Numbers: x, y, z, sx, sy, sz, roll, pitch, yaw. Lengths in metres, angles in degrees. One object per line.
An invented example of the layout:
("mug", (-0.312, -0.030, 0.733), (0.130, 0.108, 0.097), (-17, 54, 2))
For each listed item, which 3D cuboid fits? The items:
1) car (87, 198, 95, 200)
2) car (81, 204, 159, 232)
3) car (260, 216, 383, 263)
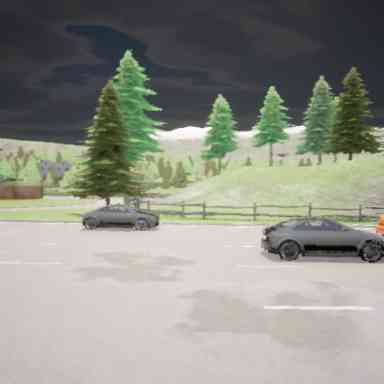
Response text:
("car", (-19.383, 0.777, 63.603), (5.008, 1.535, 1.882), (1, 0, 31))
("car", (-3.932, 1.386, 18.499), (4.181, 1.385, 1.994), (1, 0, -1))
("car", (4.519, 1.576, 11.637), (4.181, 1.385, 1.994), (1, 0, -1))
